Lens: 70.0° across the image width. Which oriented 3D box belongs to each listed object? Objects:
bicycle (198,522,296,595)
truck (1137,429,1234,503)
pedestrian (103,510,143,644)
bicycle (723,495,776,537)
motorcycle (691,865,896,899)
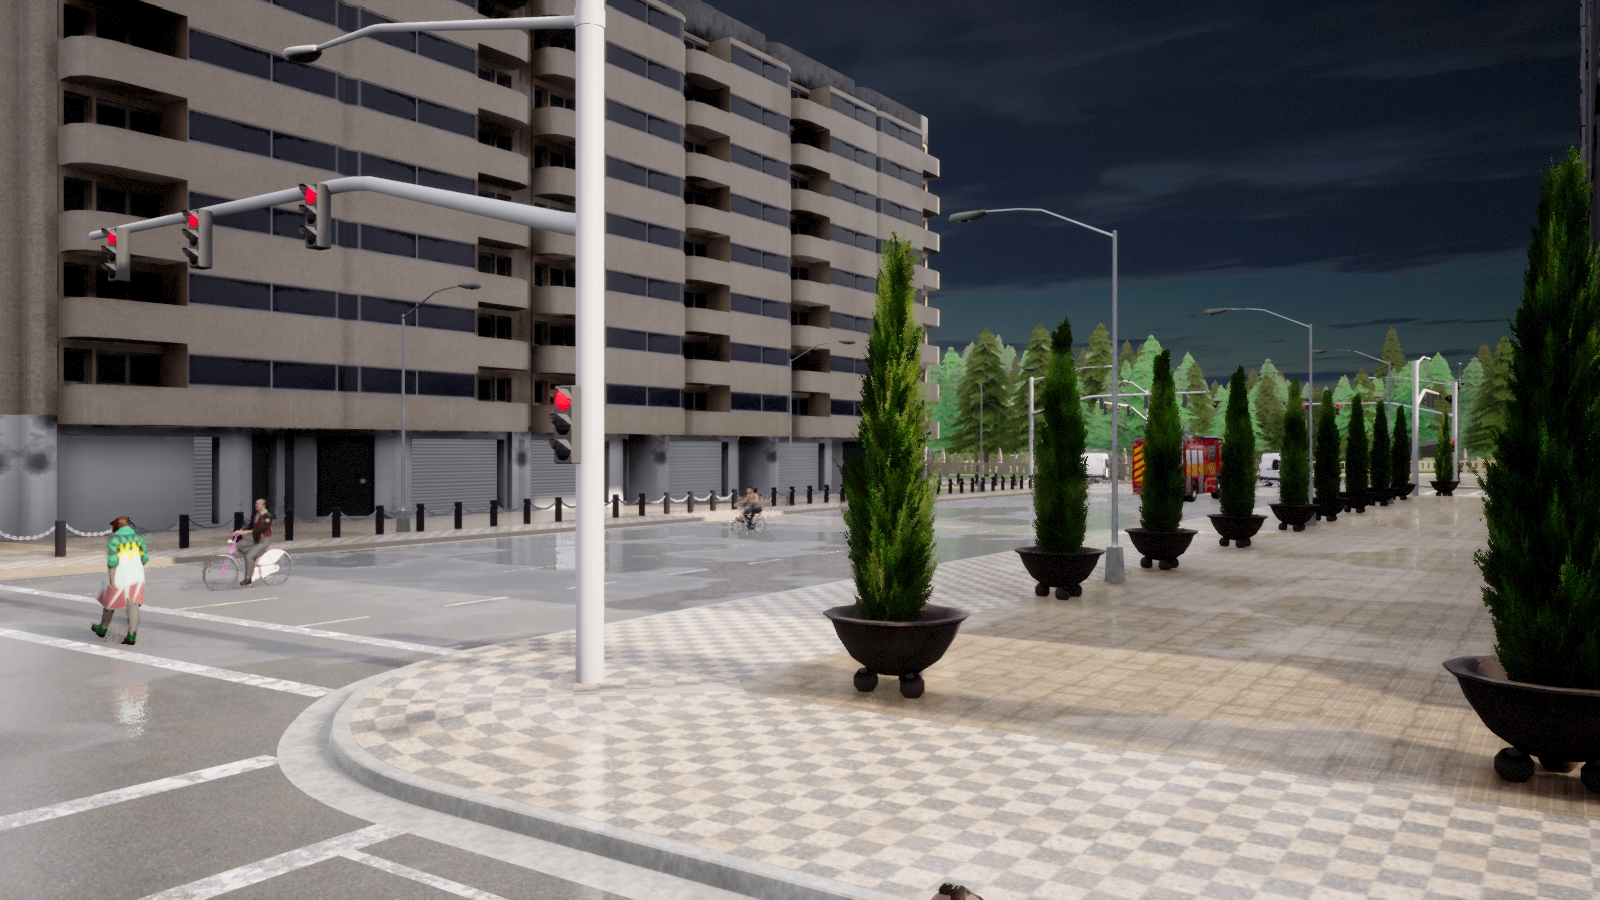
[{"bbox_3d":[-10.861,2.105,22.514,0.329,1.271,1.835,0,0,33],"label":"bicycle"},{"bbox_3d":[21.438,0.835,63.219,2.891,3.827,8.468,0,0,34],"label":"truck"},{"bbox_3d":[-9.673,1.804,16.326,0.375,1.860,0.375,0,0,34],"label":"pedestrian"},{"bbox_3d":[-1.629,2.102,36.841,1.487,1.276,0.859,0,-1,-45],"label":"bicycle"},{"bbox_3d":[0.516,2.205,3.364,2.209,1.251,0.867,0,0,34],"label":"motorcycle"}]
